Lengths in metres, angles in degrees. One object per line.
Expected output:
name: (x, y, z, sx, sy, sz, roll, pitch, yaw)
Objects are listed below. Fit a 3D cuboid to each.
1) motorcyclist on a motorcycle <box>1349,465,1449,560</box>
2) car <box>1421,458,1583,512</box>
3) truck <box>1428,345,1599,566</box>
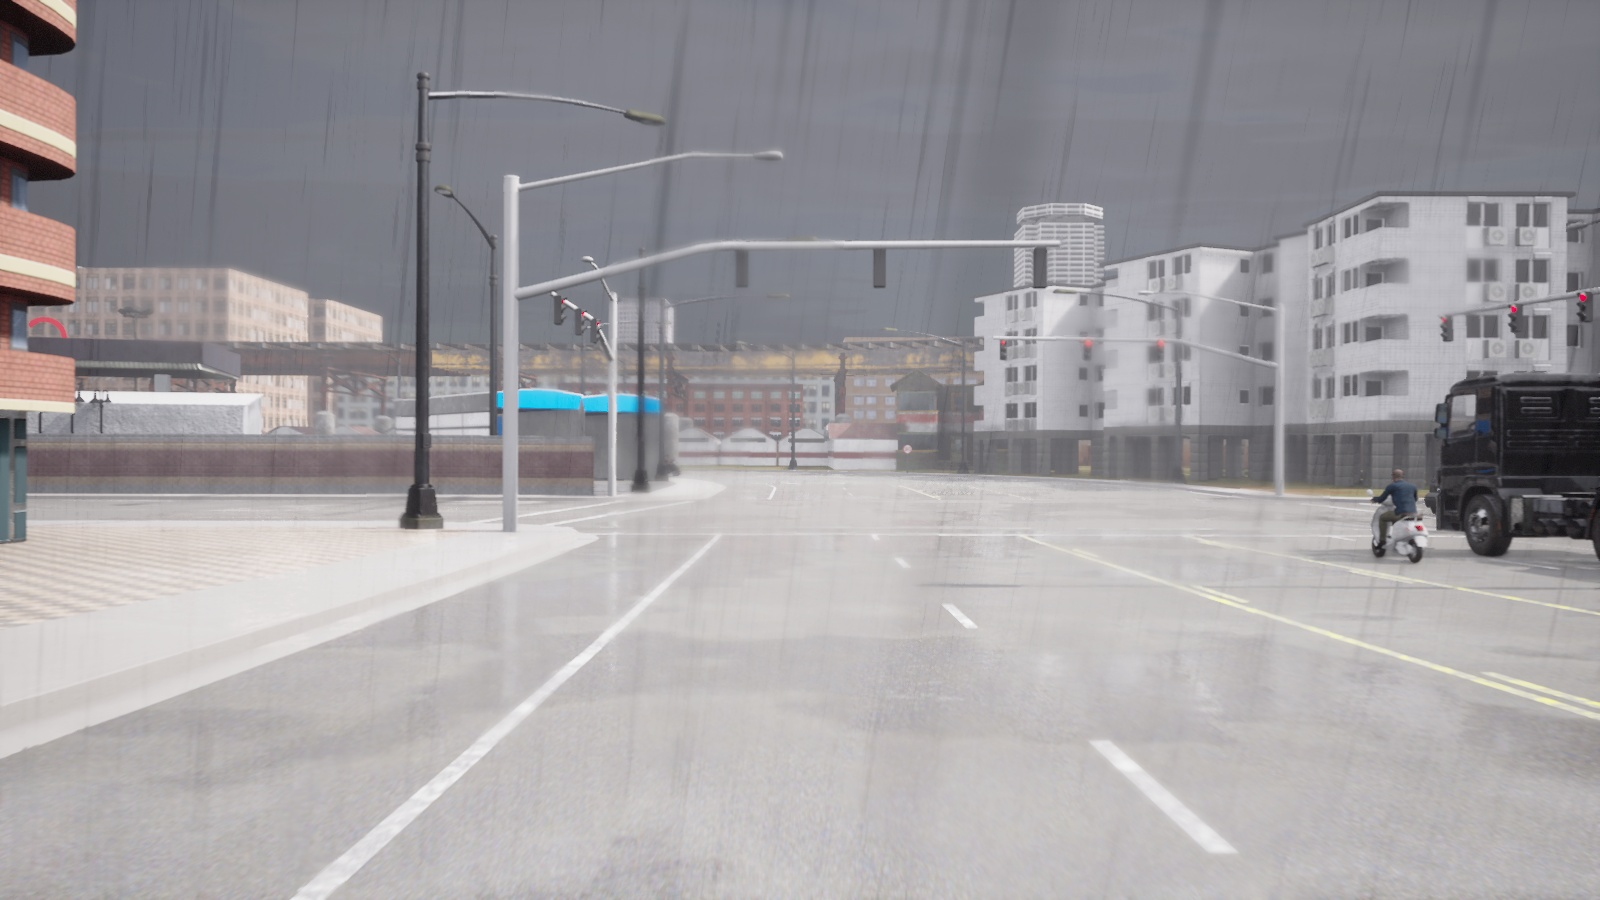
motorcyclist on a motorcycle: (10.447, 1.052, 21.970, 0.866, 1.590, 1.817, 0, -1, 0)
car: (21.675, 1.059, 38.870, 3.988, 1.617, 1.851, 0, 0, -1)
truck: (13.945, 0.095, 20.970, 2.891, 3.462, 7.936, 0, -1, 0)
